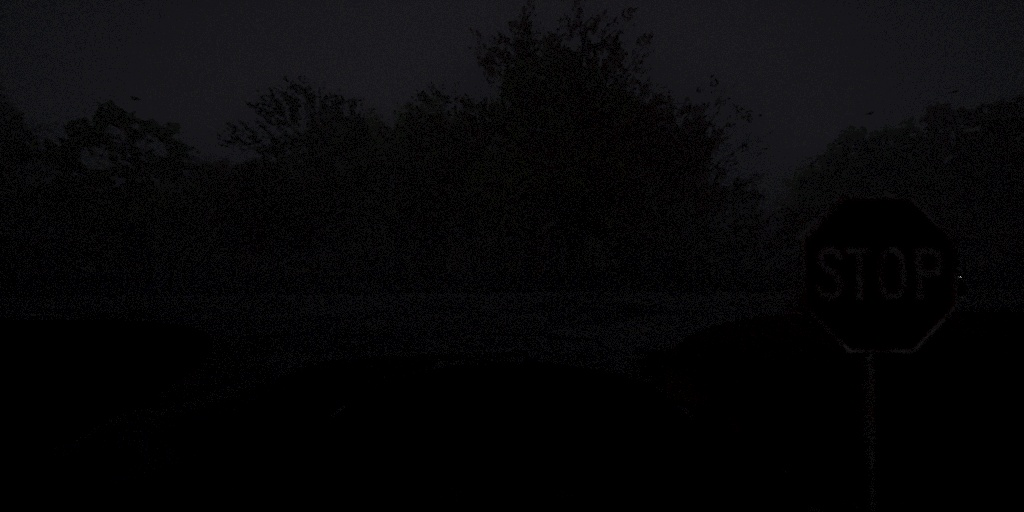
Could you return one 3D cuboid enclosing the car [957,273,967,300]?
[{"bbox_3d":[16.106,0.974,15.648,5.566,2.045,2.150,0,-1,-1],"label":"car"}]
